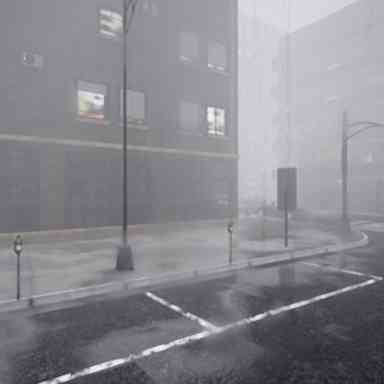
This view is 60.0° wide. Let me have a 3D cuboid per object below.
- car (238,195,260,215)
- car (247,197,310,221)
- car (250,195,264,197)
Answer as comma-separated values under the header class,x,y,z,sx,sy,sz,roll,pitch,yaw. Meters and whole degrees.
class,x,y,z,sx,sy,sz,roll,pitch,yaw
car,3.344,1.211,28.789,1.752,1.417,4.829,1,0,-36
car,6.528,1.312,24.431,2.008,1.369,4.403,1,0,-36
car,6.746,1.043,38.339,1.967,1.590,4.097,1,0,-36
